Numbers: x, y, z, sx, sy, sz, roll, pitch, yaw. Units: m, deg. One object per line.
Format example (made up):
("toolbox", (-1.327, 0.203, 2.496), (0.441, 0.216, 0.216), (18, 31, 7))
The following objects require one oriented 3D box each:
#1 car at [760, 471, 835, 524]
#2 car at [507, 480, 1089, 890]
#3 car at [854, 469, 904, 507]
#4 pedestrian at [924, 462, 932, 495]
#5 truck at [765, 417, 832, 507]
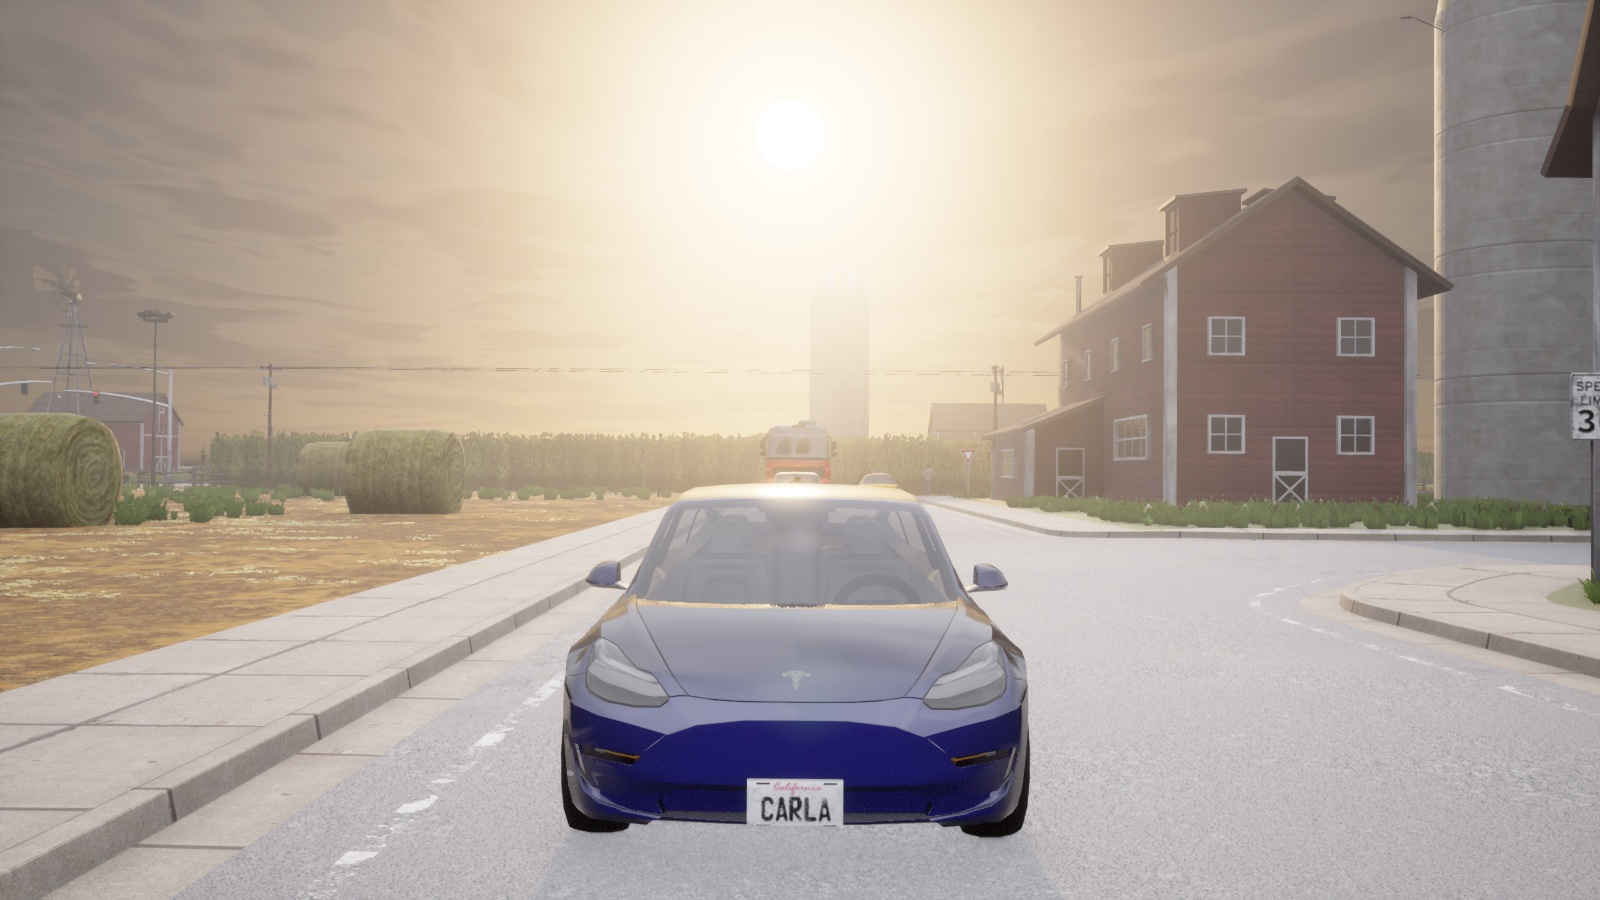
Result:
("car", (-0.085, 1.382, 38.090), (2.128, 1.511, 4.902), (0, -1, 0))
("car", (-0.011, 0.931, 7.078), (2.163, 1.488, 4.792), (0, -1, 0))
("car", (3.376, 1.625, 54.365), (1.801, 1.575, 5.366), (0, -1, 0))
("pedestrian", (7.155, 1.603, 70.135), (0.354, 1.836, 0.706), (0, -1, 10))
("truck", (-0.115, 0.581, 58.125), (2.891, 3.827, 8.468), (0, -1, -1))
